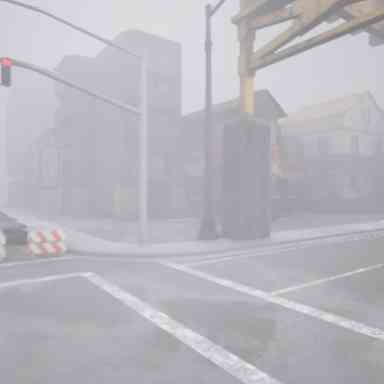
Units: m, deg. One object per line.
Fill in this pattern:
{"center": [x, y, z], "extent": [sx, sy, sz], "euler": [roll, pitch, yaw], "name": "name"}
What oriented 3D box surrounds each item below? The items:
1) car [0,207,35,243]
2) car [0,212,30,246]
{"center": [-8.755, 1.295, 13.974], "extent": [4.536, 1.218, 1.853], "euler": [0, 0, 34], "name": "car"}
{"center": [-8.712, 1.453, 13.945], "extent": [4.974, 1.542, 2.038], "euler": [0, 0, 34], "name": "car"}
